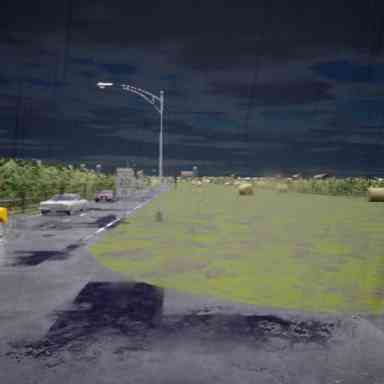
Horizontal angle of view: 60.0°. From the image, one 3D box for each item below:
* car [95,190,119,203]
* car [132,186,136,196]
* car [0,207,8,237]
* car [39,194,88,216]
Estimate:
[{"bbox_3d":[-9.361,0.420,36.998,1.994,1.385,4.181,1,2,-2],"label":"car"},{"bbox_3d":[-9.961,-0.225,52.303,2.128,1.511,4.902,1,2,-3],"label":"car"},{"bbox_3d":[-8.208,1.008,11.252,1.882,1.535,5.008,1,1,-3],"label":"car"},{"bbox_3d":[-8.732,0.830,22.929,1.895,1.301,4.718,1,1,-3],"label":"car"}]
